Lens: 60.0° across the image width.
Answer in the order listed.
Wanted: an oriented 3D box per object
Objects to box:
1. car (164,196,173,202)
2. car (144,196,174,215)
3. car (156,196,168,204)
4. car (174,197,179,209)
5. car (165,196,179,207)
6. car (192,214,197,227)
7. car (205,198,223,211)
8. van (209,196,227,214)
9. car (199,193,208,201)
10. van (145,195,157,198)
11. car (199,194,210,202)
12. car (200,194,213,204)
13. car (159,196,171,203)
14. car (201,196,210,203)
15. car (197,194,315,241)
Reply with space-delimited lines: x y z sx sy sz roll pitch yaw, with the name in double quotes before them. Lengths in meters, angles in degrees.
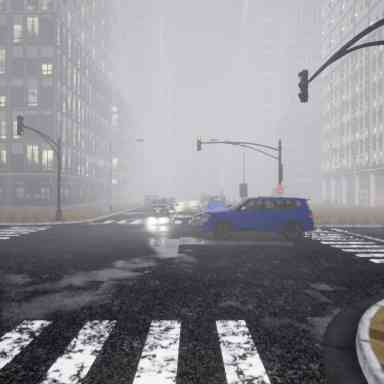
"car" -5.558 1.578 80.236 1.802 1.307 4.206 0 0 0
"car" -3.204 1.491 33.268 2.128 1.511 4.902 0 0 -1
"car" -5.639 1.564 63.618 1.947 1.339 4.313 0 0 0
"car" -3.148 1.547 43.054 2.033 1.411 5.357 0 0 0
"car" -3.089 1.477 53.193 1.882 1.535 5.008 0 0 1
"car" 2.450 1.493 19.822 4.902 1.511 2.128 0 0 -1
"car" 2.658 1.544 41.424 1.887 1.381 4.507 0 0 0
"van" 2.722 1.341 35.886 1.690 1.788 3.998 0 0 0
"car" 2.850 1.309 85.736 2.192 1.841 5.009 0 0 0
"van" -5.718 1.341 47.001 1.690 1.788 3.998 0 0 0
"car" 2.796 1.312 74.657 2.192 1.841 5.009 0 0 0
"car" 2.742 1.313 63.578 2.192 1.841 5.009 0 0 0
"car" -5.612 1.548 69.157 2.008 1.369 4.403 0 0 0
"car" 2.768 1.542 69.117 1.887 1.381 4.507 0 0 0
"car" 3.212 1.244 16.583 5.566 2.045 2.150 1 0 -1
